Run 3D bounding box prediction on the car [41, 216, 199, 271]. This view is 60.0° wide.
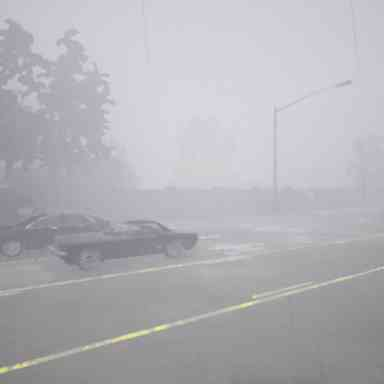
[{"bbox_3d":[-2.175,1.614,11.039,4.718,1.301,1.895,0,0,-35],"label":"car"}]

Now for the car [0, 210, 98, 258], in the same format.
[{"bbox_3d":[-5.487,1.511,12.975,4.892,1.490,1.837,0,0,-35],"label":"car"}]
